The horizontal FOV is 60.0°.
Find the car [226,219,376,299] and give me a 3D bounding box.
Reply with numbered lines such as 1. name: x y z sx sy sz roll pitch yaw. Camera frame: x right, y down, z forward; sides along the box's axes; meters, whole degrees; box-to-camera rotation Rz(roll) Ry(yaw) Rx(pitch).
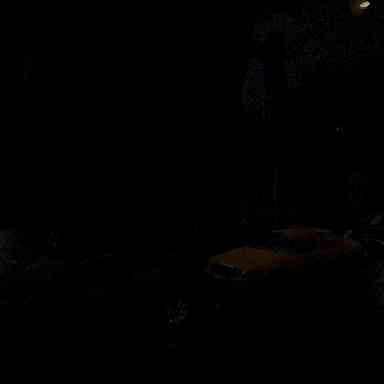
1. car: 2.508 1.527 8.456 4.829 1.417 1.752 0 0 -36

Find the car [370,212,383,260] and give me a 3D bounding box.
1. car: 7.066 1.443 11.722 4.097 1.590 1.967 0 0 -36

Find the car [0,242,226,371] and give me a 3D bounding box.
1. car: -1.773 1.566 5.387 4.313 1.339 1.947 0 0 -36
